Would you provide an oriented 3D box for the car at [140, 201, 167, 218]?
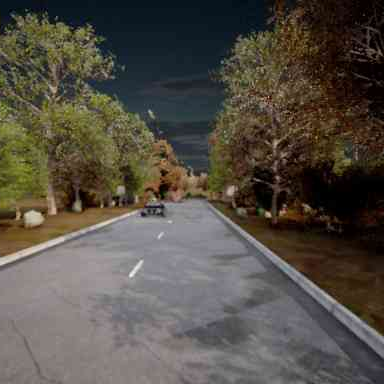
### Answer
[{"bbox_3d":[-3.323,1.496,29.470,1.994,1.385,4.181,0,0,0],"label":"car"}]

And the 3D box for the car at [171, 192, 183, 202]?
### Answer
[{"bbox_3d":[-3.198,0.985,70.578,2.150,2.045,5.566,0,0,0],"label":"car"}]
